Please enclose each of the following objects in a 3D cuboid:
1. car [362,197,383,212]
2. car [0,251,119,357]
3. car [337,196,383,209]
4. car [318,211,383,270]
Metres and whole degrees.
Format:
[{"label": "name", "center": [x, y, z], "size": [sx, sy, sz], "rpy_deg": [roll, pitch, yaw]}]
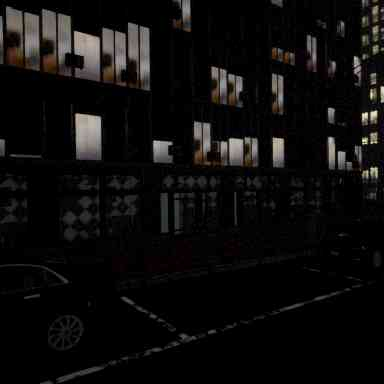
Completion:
[{"label": "car", "center": [18.077, 1.442, 34.354], "size": [1.994, 1.385, 4.181], "rpy_deg": [-1, 1, -35]}, {"label": "car", "center": [-3.189, 1.551, 4.427], "size": [4.403, 1.369, 2.008], "rpy_deg": [0, -1, -35]}, {"label": "car", "center": [20.577, 1.274, 40.861], "size": [1.752, 1.417, 4.829], "rpy_deg": [-1, 1, -35]}, {"label": "car", "center": [5.986, 1.541, 11.006], "size": [4.507, 1.381, 1.887], "rpy_deg": [0, -1, -35]}]
